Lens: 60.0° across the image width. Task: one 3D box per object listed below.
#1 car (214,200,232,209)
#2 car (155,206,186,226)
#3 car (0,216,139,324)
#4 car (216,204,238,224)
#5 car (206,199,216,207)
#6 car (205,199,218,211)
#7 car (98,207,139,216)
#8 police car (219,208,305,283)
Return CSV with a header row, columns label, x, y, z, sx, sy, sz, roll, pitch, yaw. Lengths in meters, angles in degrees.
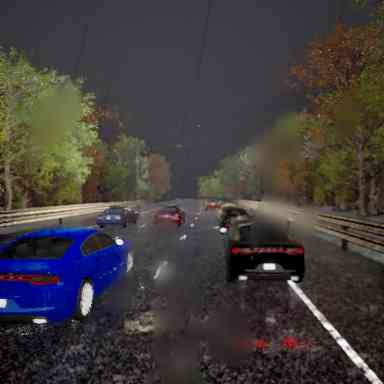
label,x,y,z,sx,sy,sz,roll,pitch,yaw
car,2.913,1.645,26.189,1.801,1.575,5.366,0,-1,3
car,-1.601,1.765,25.382,1.994,1.385,4.181,0,0,3
car,-2.735,1.542,7.480,1.882,1.535,5.008,0,0,4
car,2.548,1.664,19.970,1.812,1.442,4.674,0,0,3
car,3.552,2.066,63.361,1.812,1.442,4.674,0,-1,2
car,2.915,1.728,46.474,2.097,1.767,4.553,0,-1,3
car,-5.193,1.752,23.845,2.033,1.411,5.357,0,0,3
police car,1.910,1.488,10.036,1.930,1.638,5.238,0,0,4
